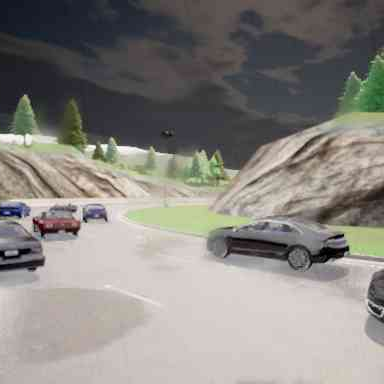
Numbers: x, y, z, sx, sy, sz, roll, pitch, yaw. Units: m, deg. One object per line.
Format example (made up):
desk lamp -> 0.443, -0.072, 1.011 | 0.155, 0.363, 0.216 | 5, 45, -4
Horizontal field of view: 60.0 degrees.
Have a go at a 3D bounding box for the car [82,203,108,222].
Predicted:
car -> -8.143, 1.671, 27.797 | 1.812, 1.442, 4.674 | 0, 0, -20

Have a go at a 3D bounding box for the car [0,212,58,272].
car -> -6.158, 1.586, 10.313 | 2.033, 1.411, 5.357 | 1, 0, -40

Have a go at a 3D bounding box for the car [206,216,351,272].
car -> 2.680, 1.586, 11.287 | 4.902, 1.511, 2.128 | 0, 0, 42

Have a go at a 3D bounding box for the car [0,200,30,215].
car -> -16.067, 1.595, 30.255 | 1.882, 1.535, 5.008 | 0, 0, -14

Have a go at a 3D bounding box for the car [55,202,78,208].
car -> -13.602, 1.769, 35.687 | 1.895, 1.301, 4.718 | 0, 0, -8

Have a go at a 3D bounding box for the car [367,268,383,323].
car -> 5.267, 1.570, 4.779 | 4.892, 1.490, 1.837 | 0, 0, 33

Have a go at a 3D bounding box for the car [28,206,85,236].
car -> -7.627, 1.686, 18.415 | 1.895, 1.301, 4.718 | 1, 0, -32
